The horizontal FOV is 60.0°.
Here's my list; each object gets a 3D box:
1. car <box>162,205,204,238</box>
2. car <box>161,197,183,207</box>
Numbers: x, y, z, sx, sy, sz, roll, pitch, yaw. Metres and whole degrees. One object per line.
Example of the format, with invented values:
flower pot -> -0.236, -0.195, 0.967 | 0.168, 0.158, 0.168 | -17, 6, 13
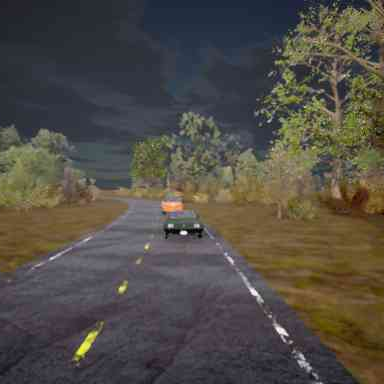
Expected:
car -> -0.521, 1.602, 17.665 | 1.895, 1.301, 4.718 | 0, 0, -4
car -> -2.138, 1.357, 35.283 | 2.097, 1.767, 4.553 | 0, 0, -7
